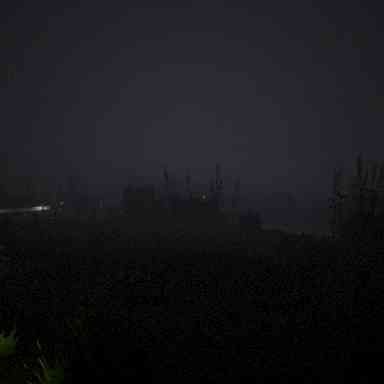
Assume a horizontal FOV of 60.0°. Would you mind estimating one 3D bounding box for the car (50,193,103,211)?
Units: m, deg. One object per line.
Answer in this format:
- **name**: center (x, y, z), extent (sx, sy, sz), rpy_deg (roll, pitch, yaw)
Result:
- **car**: center (-10.539, 0.961, 30.381), extent (2.097, 1.767, 4.553), rpy_deg (0, 3, 40)
